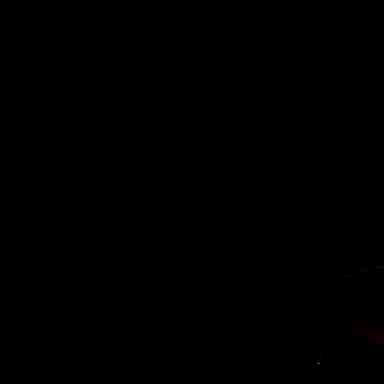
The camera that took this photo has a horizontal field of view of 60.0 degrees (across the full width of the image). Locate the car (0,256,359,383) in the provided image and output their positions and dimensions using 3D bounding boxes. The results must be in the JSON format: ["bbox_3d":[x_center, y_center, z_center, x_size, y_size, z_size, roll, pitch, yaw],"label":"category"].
[{"bbox_3d":[-0.203,1.553,3.847,5.357,1.411,2.033,0,0,-35],"label":"car"}]
